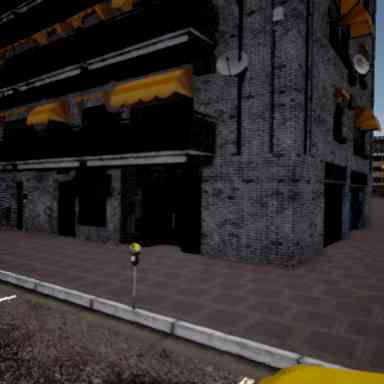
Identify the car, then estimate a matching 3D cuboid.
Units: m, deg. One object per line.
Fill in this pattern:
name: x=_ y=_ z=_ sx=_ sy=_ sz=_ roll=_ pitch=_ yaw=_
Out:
car: x=2.236 y=1.526 z=1.221 sx=4.829 sy=1.417 sz=1.752 roll=0 pitch=1 yaw=36
